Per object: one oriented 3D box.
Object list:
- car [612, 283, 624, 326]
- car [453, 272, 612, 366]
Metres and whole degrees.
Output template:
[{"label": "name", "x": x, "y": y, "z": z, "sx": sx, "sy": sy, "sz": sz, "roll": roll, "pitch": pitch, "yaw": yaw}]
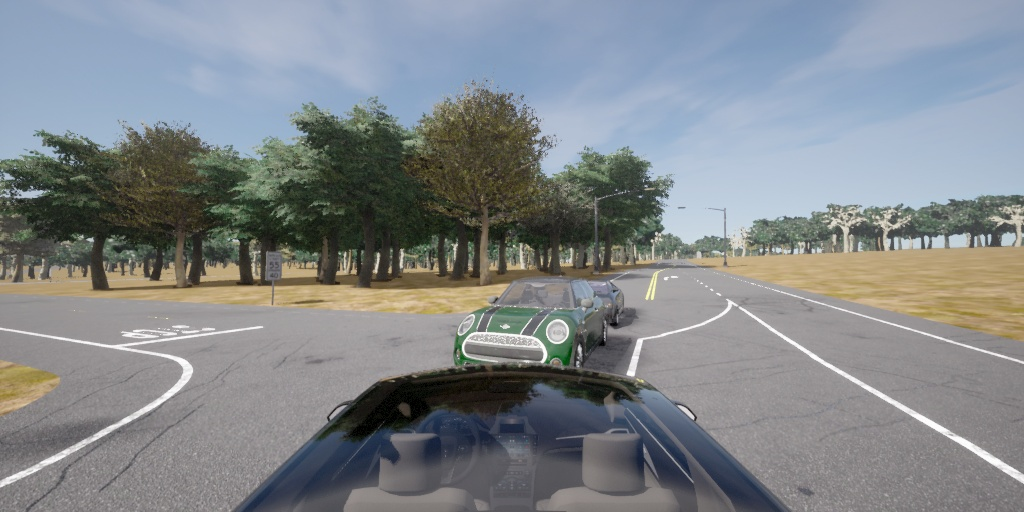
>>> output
[{"label": "car", "x": 2.892, "y": 1.555, "z": 12.923, "sx": 1.994, "sy": 1.385, "sz": 4.181, "roll": -2, "pitch": 0, "yaw": 22}, {"label": "car", "x": 0.673, "y": 1.223, "z": 7.488, "sx": 2.097, "sy": 1.767, "sz": 4.553, "roll": -1, "pitch": -2, "yaw": 22}]
